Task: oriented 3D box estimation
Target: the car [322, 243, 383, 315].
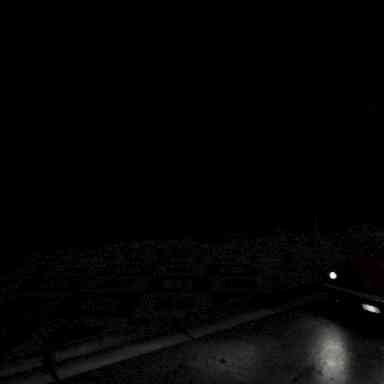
[{"bbox_3d":[4.767,1.638,6.835,4.718,1.301,1.895,0,0,-36],"label":"car"}]
